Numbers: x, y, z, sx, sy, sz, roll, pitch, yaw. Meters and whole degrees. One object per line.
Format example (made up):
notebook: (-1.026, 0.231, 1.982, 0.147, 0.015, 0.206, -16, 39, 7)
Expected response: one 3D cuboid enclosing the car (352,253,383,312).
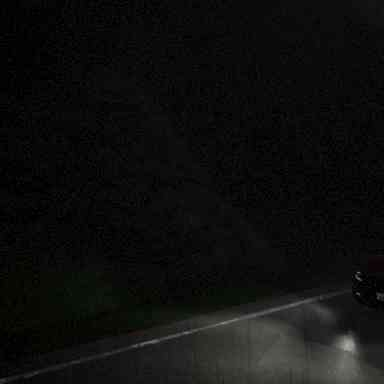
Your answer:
car: (5.412, 1.498, 6.658, 5.008, 1.535, 1.882, 0, -1, -27)
